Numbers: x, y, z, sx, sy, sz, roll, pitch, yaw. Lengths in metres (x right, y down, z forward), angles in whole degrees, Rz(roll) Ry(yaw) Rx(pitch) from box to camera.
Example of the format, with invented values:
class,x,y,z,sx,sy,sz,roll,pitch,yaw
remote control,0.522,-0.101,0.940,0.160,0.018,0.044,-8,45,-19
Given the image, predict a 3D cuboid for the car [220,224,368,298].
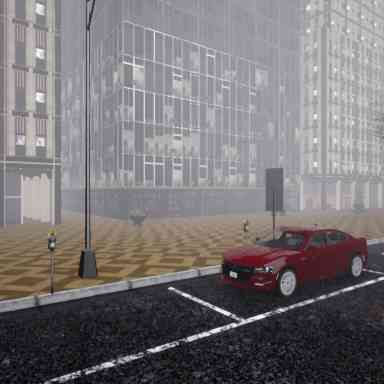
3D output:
class,x,y,z,sx,sy,sz,roll,pitch,yaw
car,2.724,1.545,8.515,4.507,1.381,1.887,0,0,-36
